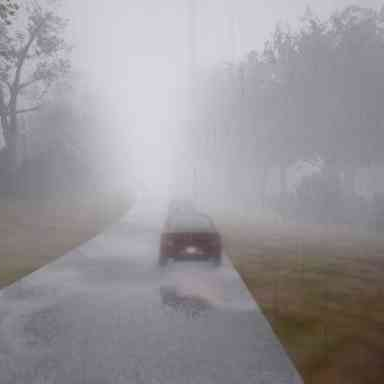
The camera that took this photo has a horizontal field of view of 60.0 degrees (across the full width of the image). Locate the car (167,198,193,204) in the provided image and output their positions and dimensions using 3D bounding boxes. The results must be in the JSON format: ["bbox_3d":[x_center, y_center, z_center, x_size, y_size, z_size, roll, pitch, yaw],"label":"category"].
[{"bbox_3d":[-0.862,1.153,25.308,2.033,1.411,5.357,1,2,-4],"label":"car"}]

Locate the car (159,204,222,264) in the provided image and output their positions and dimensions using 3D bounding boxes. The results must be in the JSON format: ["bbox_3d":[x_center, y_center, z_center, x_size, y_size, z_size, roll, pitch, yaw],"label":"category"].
[{"bbox_3d":[-0.122,1.422,11.702,1.882,1.535,5.008,0,1,-3],"label":"car"}]

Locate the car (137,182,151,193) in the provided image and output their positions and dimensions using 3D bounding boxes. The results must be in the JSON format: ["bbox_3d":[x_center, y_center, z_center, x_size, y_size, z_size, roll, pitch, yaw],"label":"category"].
[{"bbox_3d":[-8.272,-0.865,57.006,2.097,1.767,4.553,2,3,-11],"label":"car"}]
